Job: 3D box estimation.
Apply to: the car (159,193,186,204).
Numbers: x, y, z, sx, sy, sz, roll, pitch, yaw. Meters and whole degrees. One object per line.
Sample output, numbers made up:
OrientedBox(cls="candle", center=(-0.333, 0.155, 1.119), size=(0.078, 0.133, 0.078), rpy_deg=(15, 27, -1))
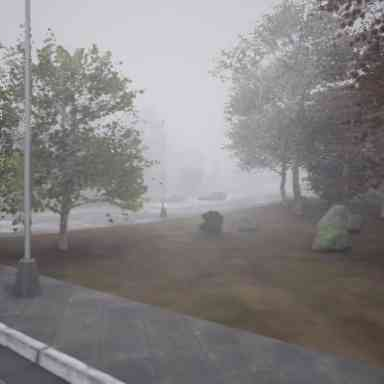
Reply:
OrientedBox(cls="car", center=(-2.799, 0.866, 47.557), size=(1.994, 1.385, 4.181), rpy_deg=(0, 3, 39))

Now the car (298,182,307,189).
OrientedBox(cls="car", center=(26.662, -1.366, 80.427), size=(2.128, 1.511, 4.902), rpy_deg=(0, 3, 14))

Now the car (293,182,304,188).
OrientedBox(cls="car", center=(28.871, -2.034, 90.269), size=(1.882, 1.535, 5.008), rpy_deg=(0, 3, 4))

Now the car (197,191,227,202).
OrientedBox(cls="car", center=(3.026, 0.606, 49.199), size=(2.033, 1.411, 5.357), rpy_deg=(0, 3, 39))
